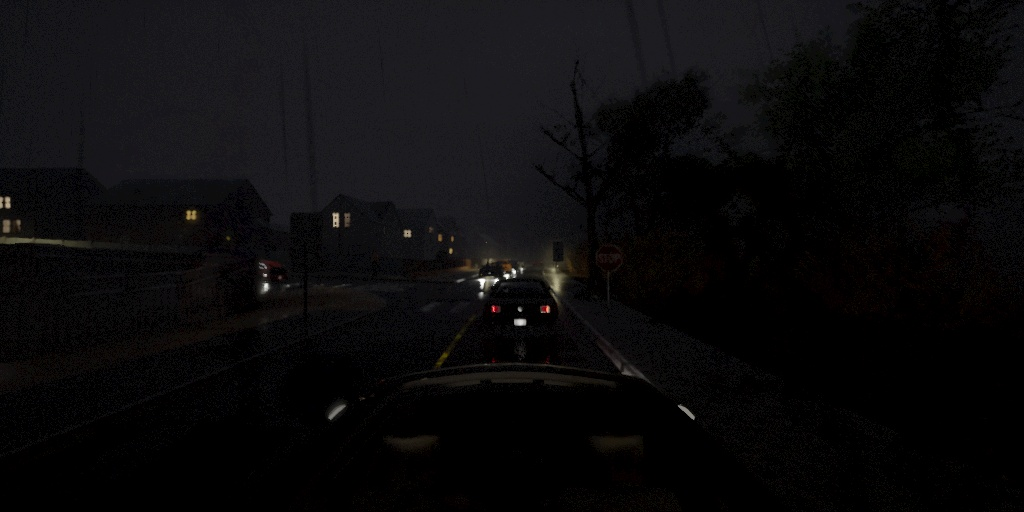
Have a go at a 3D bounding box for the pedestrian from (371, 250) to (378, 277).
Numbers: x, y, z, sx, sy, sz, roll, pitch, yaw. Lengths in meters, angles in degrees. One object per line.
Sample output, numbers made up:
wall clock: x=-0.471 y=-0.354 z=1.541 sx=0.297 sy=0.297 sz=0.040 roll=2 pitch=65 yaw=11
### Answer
pedestrian: x=-9.321 y=0.469 z=24.309 sx=0.375 sy=1.860 sz=0.375 roll=0 pitch=-3 yaw=1

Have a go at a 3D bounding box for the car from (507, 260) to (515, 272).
car: x=-1.143 y=1.191 z=41.093 sx=1.882 sy=1.535 sz=5.008 roll=0 pitch=0 yaw=5

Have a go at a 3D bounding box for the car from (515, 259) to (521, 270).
car: x=-0.222 y=1.275 z=51.090 sx=1.812 sy=1.442 sz=4.674 roll=0 pitch=0 yaw=6

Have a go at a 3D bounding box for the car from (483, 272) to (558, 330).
car: x=0.252 y=1.330 z=11.015 sx=1.895 sy=1.301 sz=4.718 roll=0 pitch=0 yaw=1

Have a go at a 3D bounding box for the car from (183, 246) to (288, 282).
car: x=-14.154 y=0.429 z=18.518 sx=4.553 sy=1.767 sz=2.097 roll=3 pitch=0 yaw=1

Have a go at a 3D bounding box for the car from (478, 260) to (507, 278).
car: x=-1.796 y=1.266 z=32.298 sx=1.994 sy=1.385 sz=4.181 roll=0 pitch=0 yaw=3

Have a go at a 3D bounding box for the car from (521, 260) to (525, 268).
car: x=1.123 y=1.330 z=62.700 sx=1.812 sy=1.442 sz=4.674 roll=0 pitch=0 yaw=8

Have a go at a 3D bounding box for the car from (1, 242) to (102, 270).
car: x=-24.254 y=0.074 z=18.666 sx=5.008 sy=1.535 sz=1.882 roll=3 pitch=0 yaw=1
